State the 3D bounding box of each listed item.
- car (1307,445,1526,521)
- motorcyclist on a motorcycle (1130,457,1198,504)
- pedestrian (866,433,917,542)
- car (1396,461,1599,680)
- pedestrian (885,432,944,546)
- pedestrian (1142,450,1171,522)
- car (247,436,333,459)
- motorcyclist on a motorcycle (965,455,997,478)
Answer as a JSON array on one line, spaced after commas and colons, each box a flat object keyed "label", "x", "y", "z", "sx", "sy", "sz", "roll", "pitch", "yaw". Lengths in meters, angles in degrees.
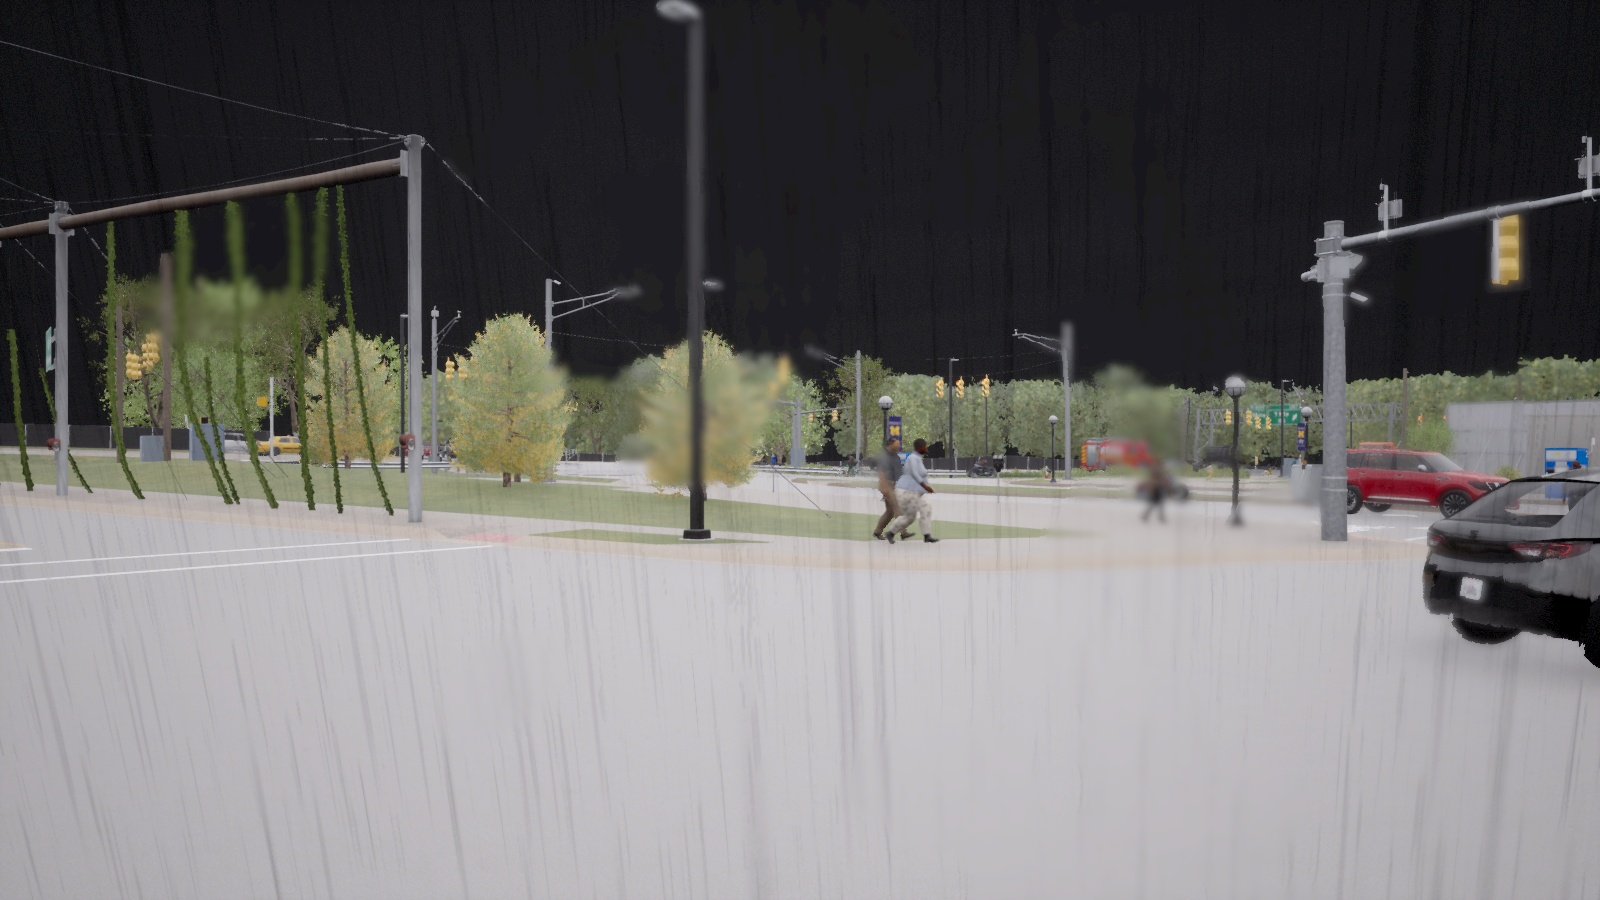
[{"label": "car", "x": 18.649, "y": 0.938, "z": 38.240, "sx": 2.150, "sy": 2.045, "sz": 5.566, "roll": 0, "pitch": 1, "yaw": -38}, {"label": "motorcyclist on a motorcycle", "x": 13.129, "y": 1.084, "z": 45.398, "sx": 0.766, "sy": 1.649, "sz": 2.350, "roll": 0, "pitch": -1, "yaw": -38}, {"label": "pedestrian", "x": 1.582, "y": 0.642, "z": 21.723, "sx": 0.694, "sy": 1.848, "sz": 0.540, "roll": 0, "pitch": 0, "yaw": 32}, {"label": "car", "x": 7.125, "y": 0.819, "z": 9.727, "sx": 4.193, "sy": 1.474, "sz": 1.816, "roll": -1, "pitch": -1, "yaw": -7}, {"label": "pedestrian", "x": 1.936, "y": 0.642, "z": 21.062, "sx": 0.900, "sy": 1.855, "sz": 0.874, "roll": 0, "pitch": 0, "yaw": 10}, {"label": "pedestrian", "x": 9.150, "y": 0.918, "z": 32.262, "sx": 0.331, "sy": 1.846, "sz": 0.634, "roll": 0, "pitch": 0, "yaw": -33}, {"label": "car", "x": -36.496, "y": -0.169, "z": 89.926, "sx": 5.366, "sy": 1.575, "sz": 1.801, "roll": 1, "pitch": -1, "yaw": -34}, {"label": "motorcyclist on a motorcycle", "x": 12.902, "y": 1.196, "z": 89.660, "sx": 2.350, "sy": 1.649, "sz": 0.766, "roll": 1, "pitch": -1, "yaw": -33}]
